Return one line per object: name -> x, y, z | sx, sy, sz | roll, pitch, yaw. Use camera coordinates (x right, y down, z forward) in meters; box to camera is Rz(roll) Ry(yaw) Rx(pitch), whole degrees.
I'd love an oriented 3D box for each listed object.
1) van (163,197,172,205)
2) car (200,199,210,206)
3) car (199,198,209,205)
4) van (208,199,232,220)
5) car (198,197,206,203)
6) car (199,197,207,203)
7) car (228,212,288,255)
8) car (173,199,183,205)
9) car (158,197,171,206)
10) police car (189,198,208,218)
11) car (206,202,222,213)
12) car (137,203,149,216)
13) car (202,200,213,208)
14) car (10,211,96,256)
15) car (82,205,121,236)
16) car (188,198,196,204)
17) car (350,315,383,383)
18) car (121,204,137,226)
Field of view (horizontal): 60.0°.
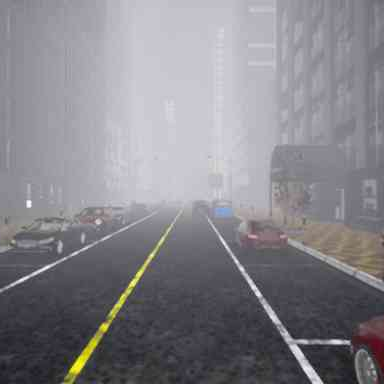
van -> -5.640, 1.953, 76.232 | 1.690, 1.788, 3.998 | 0, 0, 0
car -> 2.736, 2.123, 70.529 | 2.008, 1.369, 4.403 | 0, 0, 0
car -> 2.740, 2.163, 76.221 | 2.008, 1.369, 4.403 | 0, 0, 0
van -> 2.710, 1.601, 30.686 | 1.690, 1.788, 3.998 | 0, 0, 0
car -> 2.751, 2.162, 93.299 | 1.967, 1.590, 4.097 | 0, 0, 0
car -> 2.748, 2.126, 87.607 | 1.967, 1.590, 4.097 | 0, 0, 0
car -> 2.699, 1.704, 13.607 | 1.802, 1.307, 4.206 | 0, 0, 0
car -> -2.953, 2.130, 71.691 | 1.994, 1.385, 4.181 | 0, 0, 0
car -> -5.648, 2.081, 64.846 | 2.008, 1.369, 4.403 | 0, 0, 0
police car -> 0.922, 1.710, 33.815 | 1.930, 1.638, 5.238 | 0, 0, 0
car -> 2.717, 1.933, 42.067 | 1.802, 1.307, 4.206 | 0, 0, 0
car -> -5.667, 1.887, 36.383 | 1.802, 1.307, 4.206 | 0, 0, 0
car -> 2.729, 2.069, 59.144 | 1.802, 1.307, 4.206 | 0, 0, 0
car -> -5.682, 1.673, 13.615 | 2.008, 1.369, 4.403 | 0, -1, 0
car -> -5.678, 1.609, 19.309 | 1.967, 1.590, 4.097 | 0, 0, 0
car -> 0.055, 2.175, 84.465 | 1.994, 1.385, 4.181 | 0, 0, 0
car -> 2.691, 1.604, 2.220 | 1.802, 1.307, 4.206 | 0, -1, 0
car -> -5.674, 1.766, 25.000 | 2.008, 1.369, 4.403 | 0, 0, 0
